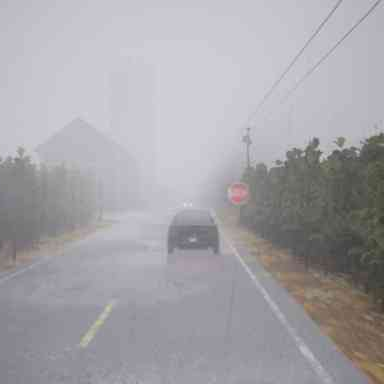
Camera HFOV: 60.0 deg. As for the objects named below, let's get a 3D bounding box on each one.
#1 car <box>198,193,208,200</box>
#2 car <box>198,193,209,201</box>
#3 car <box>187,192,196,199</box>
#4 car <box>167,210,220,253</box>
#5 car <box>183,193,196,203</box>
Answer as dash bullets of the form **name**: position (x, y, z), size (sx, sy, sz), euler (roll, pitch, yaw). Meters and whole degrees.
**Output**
- **car**: position (2.877, 1.056, 87.568), size (2.097, 1.767, 4.553), euler (0, 0, -4)
- **car**: position (3.030, 1.399, 77.460), size (2.128, 1.511, 4.902), euler (0, 0, -1)
- **car**: position (-0.156, 0.849, 81.786), size (2.097, 1.767, 4.553), euler (0, 0, -1)
- **car**: position (0.061, 1.457, 13.625), size (1.882, 1.535, 5.008), euler (0, 0, 1)
- **car**: position (-0.683, 1.402, 66.375), size (2.128, 1.511, 4.902), euler (0, 0, 5)
